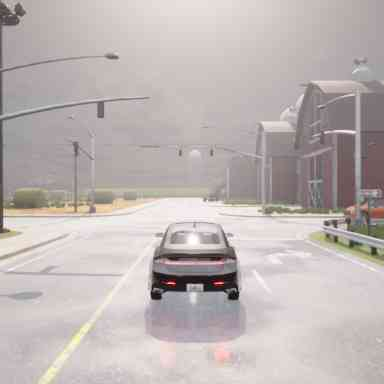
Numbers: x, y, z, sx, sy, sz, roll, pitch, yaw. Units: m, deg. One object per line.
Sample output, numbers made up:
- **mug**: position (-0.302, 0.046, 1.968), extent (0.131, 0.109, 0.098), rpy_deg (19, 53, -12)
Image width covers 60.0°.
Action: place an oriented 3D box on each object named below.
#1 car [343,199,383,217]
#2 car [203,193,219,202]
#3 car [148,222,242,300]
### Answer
- **car**: position (14.549, 1.378, 26.441), extent (4.553, 1.767, 2.097), rpy_deg (0, 0, 1)
- **car**: position (4.150, 1.143, 72.620), extent (1.905, 1.878, 3.866), rpy_deg (-8, 3, -42)
- **car**: position (0.066, 1.491, 8.354), extent (2.128, 1.511, 4.902), rpy_deg (0, 0, 0)
